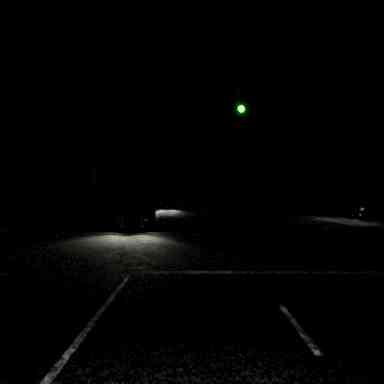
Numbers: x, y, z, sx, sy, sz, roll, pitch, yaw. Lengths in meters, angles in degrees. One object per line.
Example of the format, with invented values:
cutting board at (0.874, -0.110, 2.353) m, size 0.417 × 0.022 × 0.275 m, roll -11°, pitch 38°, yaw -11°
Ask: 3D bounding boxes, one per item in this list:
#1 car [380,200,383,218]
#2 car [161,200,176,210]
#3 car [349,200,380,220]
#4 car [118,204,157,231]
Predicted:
car at (17.980, 1.311, 25.440) m, size 5.566 × 2.045 × 2.150 m, roll 0°, pitch 0°, yaw -3°
car at (-3.305, 1.755, 46.757) m, size 1.895 × 1.301 × 4.718 m, roll 0°, pitch 0°, yaw 0°
car at (16.129, 1.456, 28.846) m, size 4.553 × 1.767 × 2.097 m, roll 0°, pitch 0°, yaw -3°
car at (-3.414, 1.552, 21.342) m, size 1.882 × 1.535 × 5.008 m, roll 0°, pitch 0°, yaw 0°
